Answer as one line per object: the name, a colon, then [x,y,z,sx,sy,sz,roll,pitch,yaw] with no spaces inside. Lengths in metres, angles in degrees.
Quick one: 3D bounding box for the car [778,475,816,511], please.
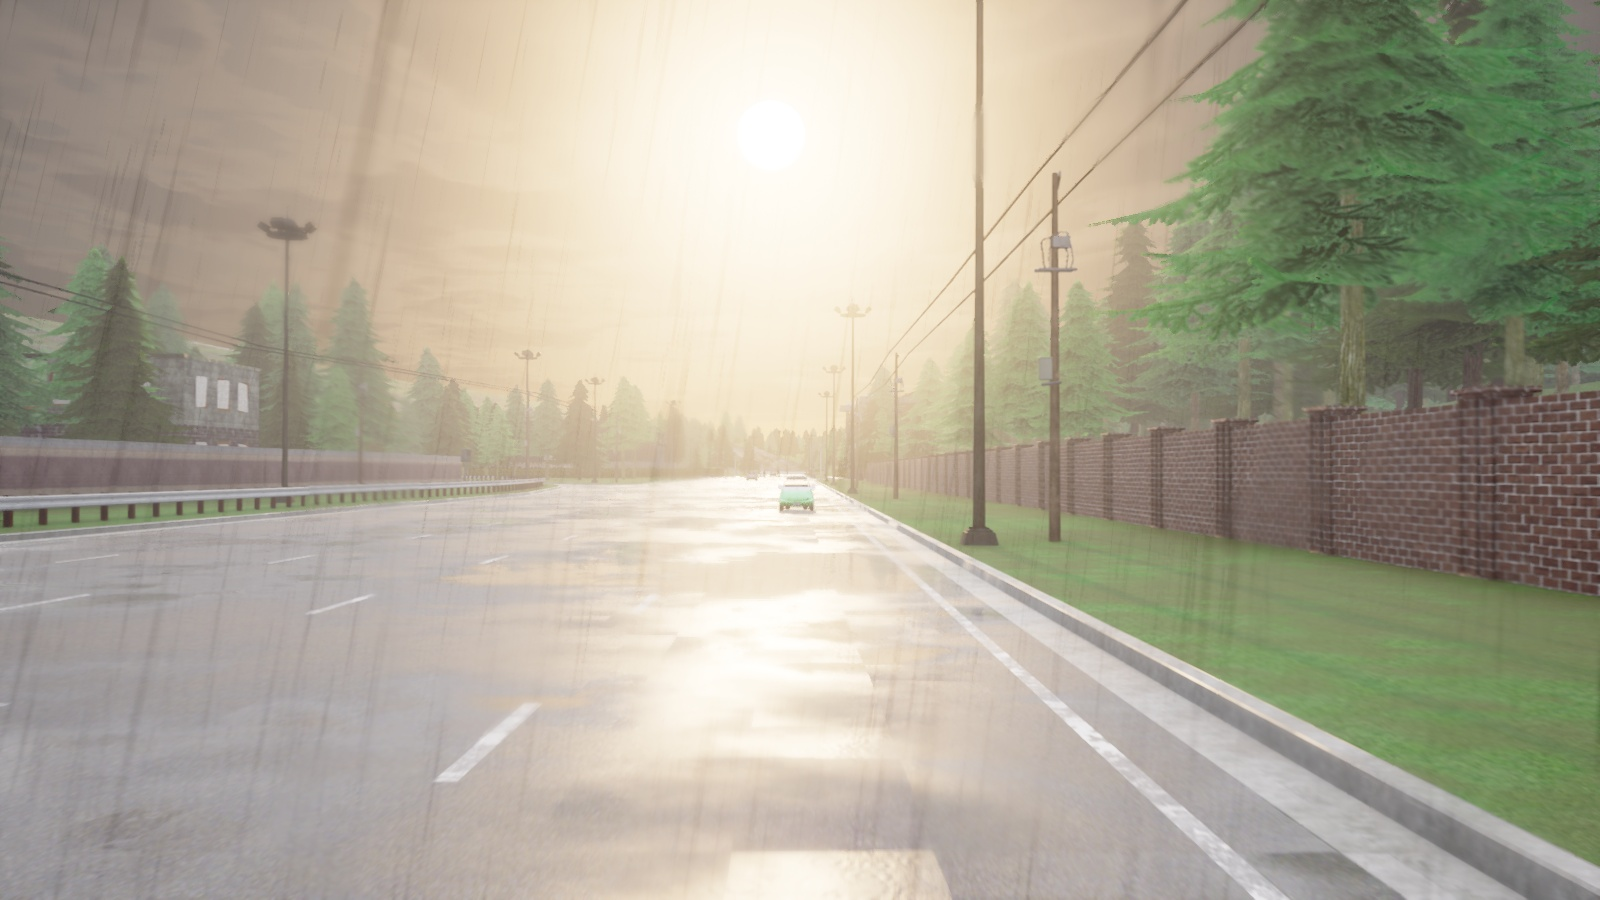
car: [-0.119,1.700,49.636,1.481,1.376,2.207,0,-1,0]
